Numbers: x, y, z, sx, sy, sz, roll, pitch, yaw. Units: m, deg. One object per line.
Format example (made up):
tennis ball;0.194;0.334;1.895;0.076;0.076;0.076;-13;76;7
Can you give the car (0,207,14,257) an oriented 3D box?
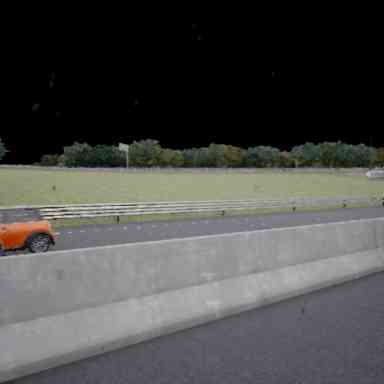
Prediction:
car;-6.886;1.356;7.681;4.553;1.767;2.097;0;0;-35

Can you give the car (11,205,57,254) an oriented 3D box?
car;-7.301;1.351;11.684;4.553;1.767;2.097;0;0;-35
